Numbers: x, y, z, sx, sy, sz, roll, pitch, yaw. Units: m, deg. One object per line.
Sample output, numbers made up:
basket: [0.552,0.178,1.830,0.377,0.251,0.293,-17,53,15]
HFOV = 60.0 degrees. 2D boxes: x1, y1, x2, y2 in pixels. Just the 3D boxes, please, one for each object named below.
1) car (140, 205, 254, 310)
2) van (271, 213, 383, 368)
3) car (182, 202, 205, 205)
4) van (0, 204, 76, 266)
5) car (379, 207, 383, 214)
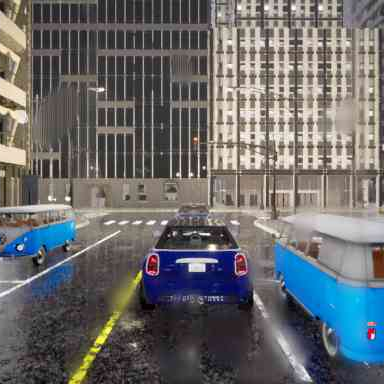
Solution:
car: [0.085,1.354,7.988,2.097,1.767,4.553,0,0,0]
van: [2.559,1.343,5.615,1.690,1.788,3.998,0,0,0]
car: [0.088,1.359,18.015,2.097,1.767,4.553,0,0,0]
van: [-5.333,1.345,11.283,1.690,1.788,3.998,0,0,0]
car: [18.984,1.490,29.035,4.829,1.417,1.752,0,0,0]
